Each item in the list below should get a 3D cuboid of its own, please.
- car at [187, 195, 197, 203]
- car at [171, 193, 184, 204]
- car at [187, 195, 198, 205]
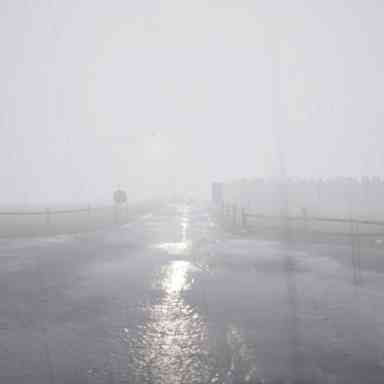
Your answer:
[{"bbox_3d":[0.011,1.432,68.060,1.837,1.490,4.892,0,0,0],"label":"car"},{"bbox_3d":[-2.740,1.159,62.195,2.150,2.045,5.566,0,0,0],"label":"car"},{"bbox_3d":[0.009,1.545,58.085,1.895,1.301,4.718,0,0,0],"label":"car"}]
